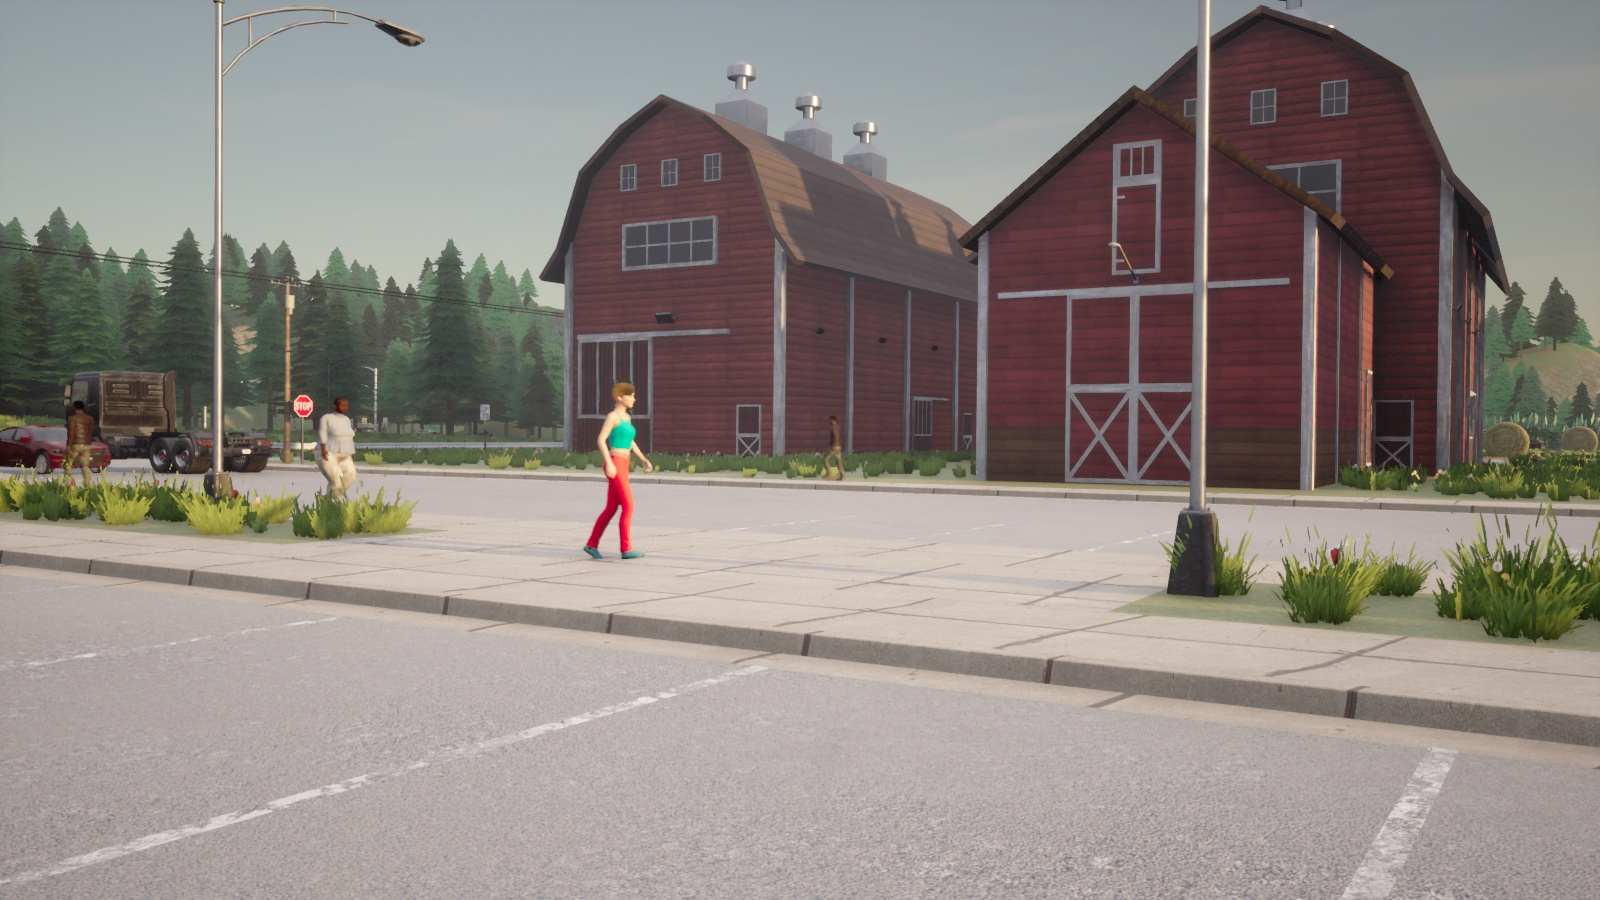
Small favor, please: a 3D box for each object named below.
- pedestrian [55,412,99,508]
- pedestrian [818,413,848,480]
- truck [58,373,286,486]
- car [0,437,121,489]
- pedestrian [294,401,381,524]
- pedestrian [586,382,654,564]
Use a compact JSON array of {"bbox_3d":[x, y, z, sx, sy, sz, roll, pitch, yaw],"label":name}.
[{"bbox_3d":[-14.041,0.181,24.392,0.703,1.840,0.431,0,1,31],"label":"pedestrian"},{"bbox_3d":[0.905,-0.096,34.718,0.703,1.840,0.431,0,1,29],"label":"pedestrian"},{"bbox_3d":[-20.990,-0.635,41.842,7.936,3.462,2.891,0,1,30],"label":"truck"},{"bbox_3d":[-23.613,0.386,39.292,5.008,1.535,1.882,0,1,31],"label":"car"},{"bbox_3d":[-7.215,0.184,19.617,0.900,1.855,0.874,0,1,28],"label":"pedestrian"},{"bbox_3d":[-1.850,0.233,12.943,0.594,1.836,0.345,0,1,11],"label":"pedestrian"}]
